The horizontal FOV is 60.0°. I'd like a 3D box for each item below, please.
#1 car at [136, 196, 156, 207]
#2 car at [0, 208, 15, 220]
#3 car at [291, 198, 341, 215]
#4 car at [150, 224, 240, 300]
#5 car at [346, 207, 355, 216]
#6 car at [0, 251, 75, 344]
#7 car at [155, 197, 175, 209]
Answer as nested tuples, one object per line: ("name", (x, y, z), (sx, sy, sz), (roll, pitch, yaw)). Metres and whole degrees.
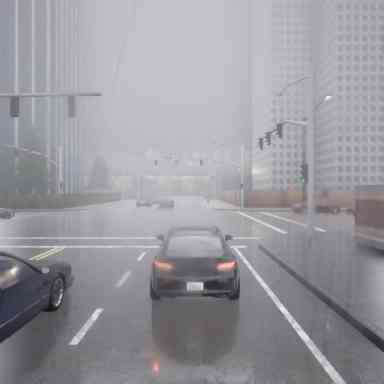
("car", (-7.158, 1.491, 50.214), (2.128, 1.511, 4.902), (0, 0, 0))
("car", (-16.329, 1.525, 25.905), (4.674, 1.442, 1.812), (0, 0, -1))
("car", (12.371, 1.352, 33.470), (4.553, 1.767, 2.097), (0, 0, 0))
("car", (0.067, 1.526, 8.262), (1.812, 1.442, 4.674), (0, 0, 0))
("car", (16.846, 1.547, 29.953), (5.357, 1.411, 2.033), (0, 0, 0))
("car", (-3.447, 1.547, 4.665), (2.033, 1.411, 5.357), (0, 0, 0))
("car", (-3.393, 1.547, 44.899), (2.033, 1.411, 5.357), (0, 0, -1))
